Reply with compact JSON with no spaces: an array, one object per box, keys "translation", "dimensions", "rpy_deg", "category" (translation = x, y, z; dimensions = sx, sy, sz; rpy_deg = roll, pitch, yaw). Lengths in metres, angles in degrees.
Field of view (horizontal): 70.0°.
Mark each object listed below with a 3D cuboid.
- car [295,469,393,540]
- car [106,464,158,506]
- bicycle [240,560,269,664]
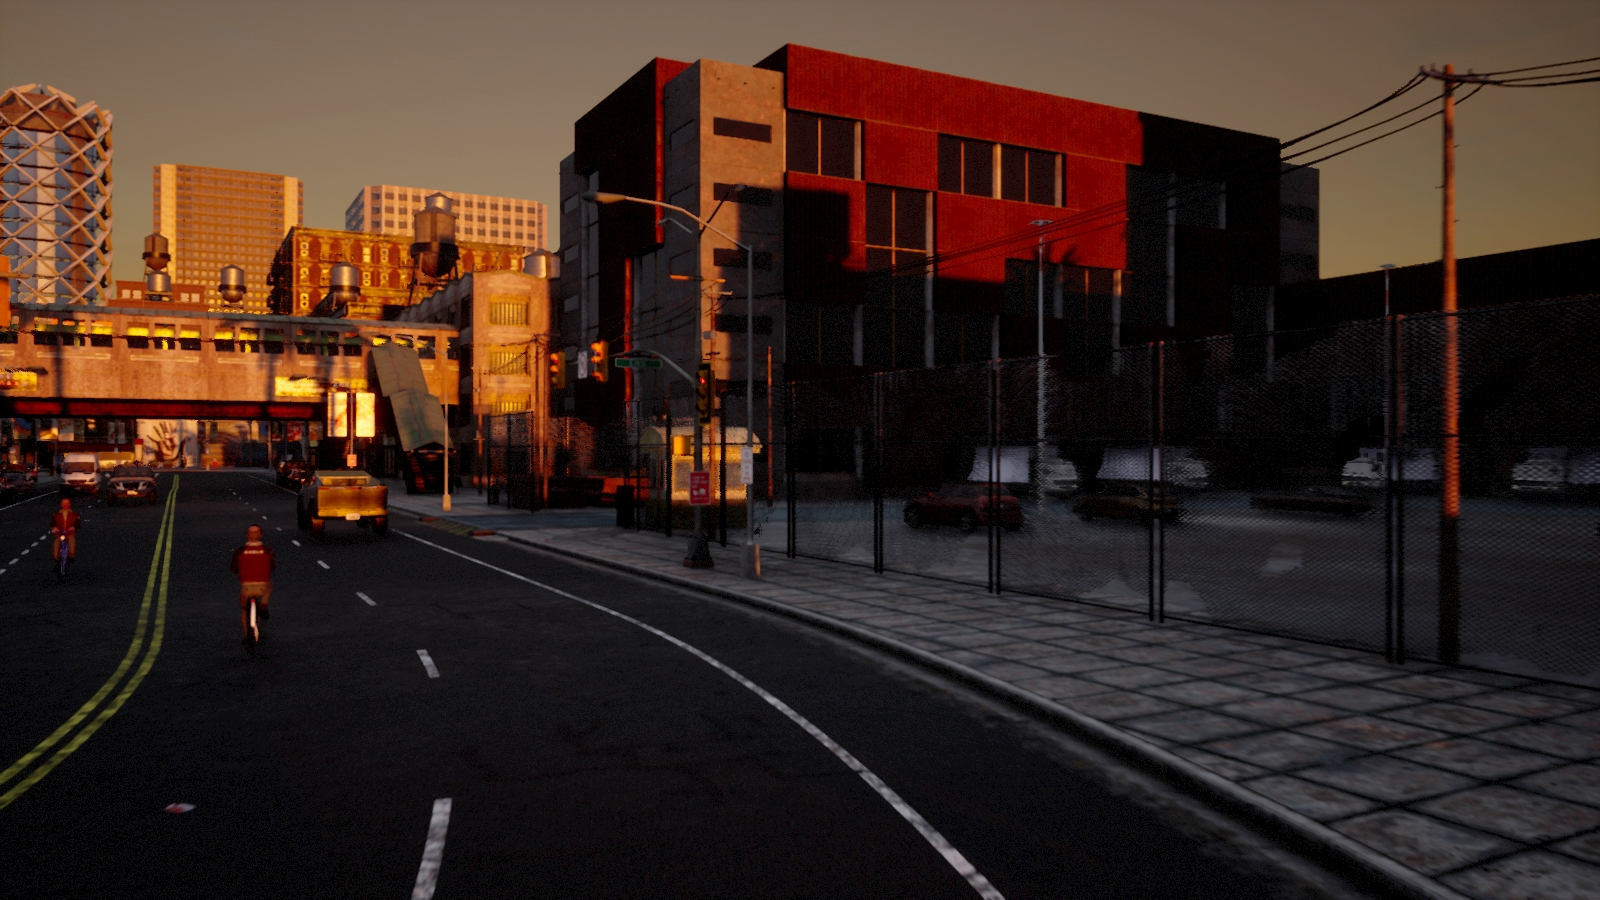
[{"translation":[-15.688,1.758,39.063],"dimensions":[2.390,2.098,6.274],"rpy_deg":[0,0,-28],"category":"car"},{"translation":[-34.892,1.788,59.793],"dimensions":[2.150,2.045,5.566],"rpy_deg":[0,0,-28],"category":"car"},{"translation":[-7.575,2.212,15.894],"dimensions":[0.329,1.171,1.835],"rpy_deg":[0,0,-24],"category":"bicycle"}]
